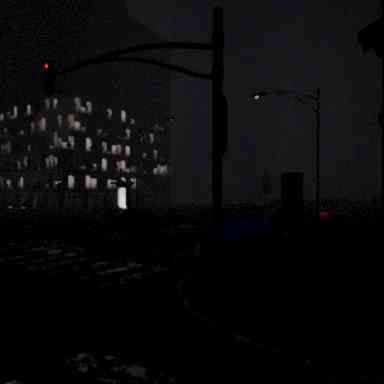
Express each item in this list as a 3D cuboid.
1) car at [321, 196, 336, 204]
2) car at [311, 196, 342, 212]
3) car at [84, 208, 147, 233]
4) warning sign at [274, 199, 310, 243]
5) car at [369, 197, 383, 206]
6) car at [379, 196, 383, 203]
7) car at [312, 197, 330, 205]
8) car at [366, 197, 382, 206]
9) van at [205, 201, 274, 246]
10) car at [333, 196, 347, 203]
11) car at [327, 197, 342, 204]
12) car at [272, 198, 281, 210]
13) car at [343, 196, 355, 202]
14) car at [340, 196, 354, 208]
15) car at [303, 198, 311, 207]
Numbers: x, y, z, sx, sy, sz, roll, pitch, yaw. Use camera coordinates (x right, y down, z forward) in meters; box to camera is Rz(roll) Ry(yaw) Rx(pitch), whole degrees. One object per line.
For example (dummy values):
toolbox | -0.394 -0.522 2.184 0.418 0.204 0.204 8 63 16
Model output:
car | 27.107 1.562 66.068 1.967 1.590 4.097 0 0 35
car | 16.808 1.632 41.373 1.837 1.490 4.892 0 0 36
car | -4.635 1.668 20.753 1.947 1.339 4.313 0 0 35
warning sign | 4.517 1.258 15.067 1.300 1.860 1.060 0 0 35
car | 33.970 1.704 61.260 2.008 1.369 4.403 0 0 35
car | 43.493 1.609 74.854 1.967 1.590 4.097 0 0 35
car | 23.932 1.668 61.537 2.008 1.369 4.403 0 0 35
car | 30.796 1.700 56.728 2.008 1.369 4.403 0 0 35
van | 2.231 1.475 15.944 1.690 1.788 3.998 0 0 35
car | 33.454 1.676 75.131 1.887 1.381 4.507 0 0 35
car | 30.280 1.677 70.599 2.008 1.369 4.403 0 0 35
car | 11.235 1.545 43.410 1.967 1.590 4.097 0 0 35
car | 39.705 1.670 84.055 1.752 1.417 4.829 0 0 35
car | 22.708 1.610 49.870 1.882 1.535 5.008 0 0 35
car | 17.487 1.635 52.334 1.752 1.417 4.829 0 0 35
